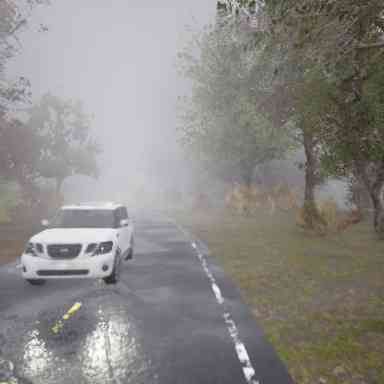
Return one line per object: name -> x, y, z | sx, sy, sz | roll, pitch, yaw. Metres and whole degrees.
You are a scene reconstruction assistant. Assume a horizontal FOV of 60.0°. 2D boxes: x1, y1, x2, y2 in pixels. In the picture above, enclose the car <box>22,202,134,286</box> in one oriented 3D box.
car -> -3.081, 1.358, 10.235 | 2.150, 2.045, 5.566 | 0, -1, -4
